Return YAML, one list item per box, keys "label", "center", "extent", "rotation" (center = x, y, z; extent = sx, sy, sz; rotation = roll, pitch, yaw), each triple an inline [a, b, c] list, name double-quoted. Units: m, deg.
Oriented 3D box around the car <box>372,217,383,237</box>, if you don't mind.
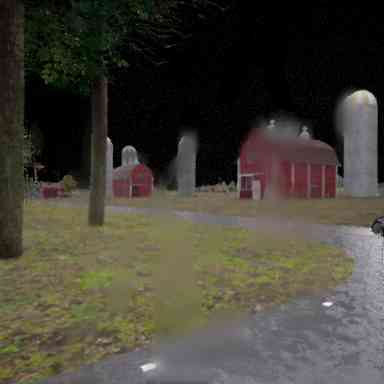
- label: "car"
  center: [9.766, 1.423, 14.352]
  extent: [1.994, 1.385, 4.181]
  rotation: [1, 0, -5]
